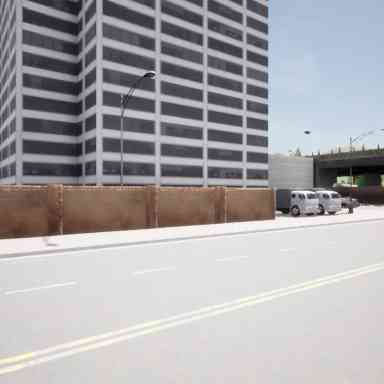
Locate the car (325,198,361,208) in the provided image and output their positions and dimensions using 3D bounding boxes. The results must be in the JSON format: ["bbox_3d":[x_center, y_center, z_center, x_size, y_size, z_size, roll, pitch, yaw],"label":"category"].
[{"bbox_3d":[21.135,1.508,46.723,1.994,1.385,4.181,0,0,-35],"label":"car"}]

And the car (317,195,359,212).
[{"bbox_3d":[19.219,1.470,43.386,1.812,1.442,4.674,0,0,-36],"label":"car"}]
